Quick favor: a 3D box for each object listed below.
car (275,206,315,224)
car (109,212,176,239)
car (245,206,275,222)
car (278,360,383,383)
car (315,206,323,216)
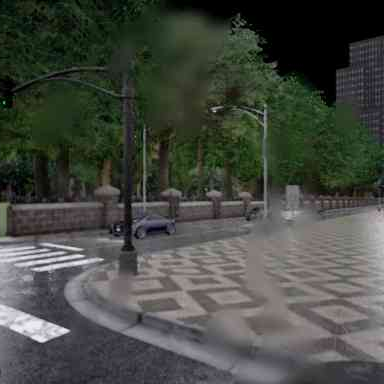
[{"bbox_3d":[9.980,2.215,32.058,1.812,1.442,4.674,0,-1,35],"label":"car"},{"bbox_3d":[-2.814,1.895,19.543,1.994,1.385,4.181,0,-1,35],"label":"car"},{"bbox_3d":[7.065,2.189,33.464,1.837,1.490,4.892,0,-1,35],"label":"car"},{"bbox_3d":[2.318,1.550,1.305,4.403,1.369,2.008,0,0,36],"label":"car"},{"bbox_3d":[17.303,2.664,47.733,1.895,1.301,4.718,0,-1,35],"label":"car"}]
